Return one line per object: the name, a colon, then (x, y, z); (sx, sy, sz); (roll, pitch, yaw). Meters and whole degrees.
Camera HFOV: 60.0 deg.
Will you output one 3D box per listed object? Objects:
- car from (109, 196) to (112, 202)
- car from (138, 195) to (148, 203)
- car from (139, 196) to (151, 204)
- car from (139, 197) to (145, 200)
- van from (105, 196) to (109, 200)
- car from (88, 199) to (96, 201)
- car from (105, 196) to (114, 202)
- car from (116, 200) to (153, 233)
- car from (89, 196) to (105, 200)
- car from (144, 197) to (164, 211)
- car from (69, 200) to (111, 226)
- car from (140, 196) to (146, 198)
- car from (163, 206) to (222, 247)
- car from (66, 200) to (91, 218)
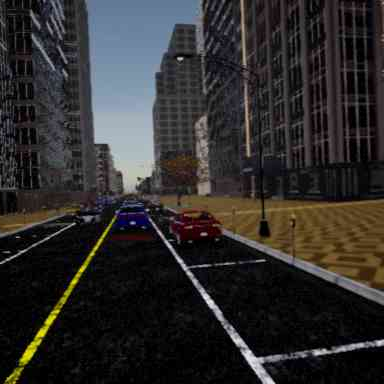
car: (-18.372, 1.766, 68.699); (2.192, 1.841, 5.009); (-3, 0, -10)
car: (-11.154, 1.519, 75.787); (1.967, 1.590, 4.097); (-3, 0, -10)
car: (-9.113, 1.601, 64.688); (2.008, 1.369, 4.403); (-3, 0, -10)
car: (-6.307, 1.643, 34.794); (2.033, 1.411, 5.357); (-3, 0, -10)
van: (-17.354, 1.778, 63.150); (1.690, 1.788, 3.998); (-3, 0, -10)
car: (-13.271, 1.962, 40.957); (1.802, 1.307, 4.206); (-3, 0, -10)
car: (-22.435, 1.943, 90.896); (1.967, 1.590, 4.097); (-3, 0, -10)
car: (-3.675, 1.532, 20.607); (1.882, 1.535, 5.008); (-3, 1, -10)
car: (-15.321, 1.724, 52.052); (2.192, 1.841, 5.009); (-3, 0, -10)
car: (-4.025, 1.530, 36.937); (2.008, 1.369, 4.403); (-3, 0, -10)
car: (-7.722, 1.704, 25.611); (2.128, 1.511, 4.902); (-3, 0, -10)
car: (-7.077, 1.573, 53.588); (2.008, 1.369, 4.403); (-3, 0, -10)
car: (0.045, 1.461, 14.736); (1.887, 1.381, 4.507); (-3, 0, -10)
car: (-12.226, 1.890, 35.240); (1.752, 1.417, 4.829); (-3, 0, -10)
